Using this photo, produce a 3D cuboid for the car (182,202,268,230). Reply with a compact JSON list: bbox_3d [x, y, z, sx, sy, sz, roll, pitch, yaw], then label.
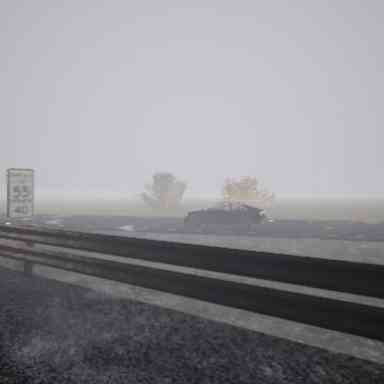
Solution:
[{"bbox_3d":[1.845,1.319,19.202,4.902,1.511,2.128,0,0,19],"label":"car"}]
